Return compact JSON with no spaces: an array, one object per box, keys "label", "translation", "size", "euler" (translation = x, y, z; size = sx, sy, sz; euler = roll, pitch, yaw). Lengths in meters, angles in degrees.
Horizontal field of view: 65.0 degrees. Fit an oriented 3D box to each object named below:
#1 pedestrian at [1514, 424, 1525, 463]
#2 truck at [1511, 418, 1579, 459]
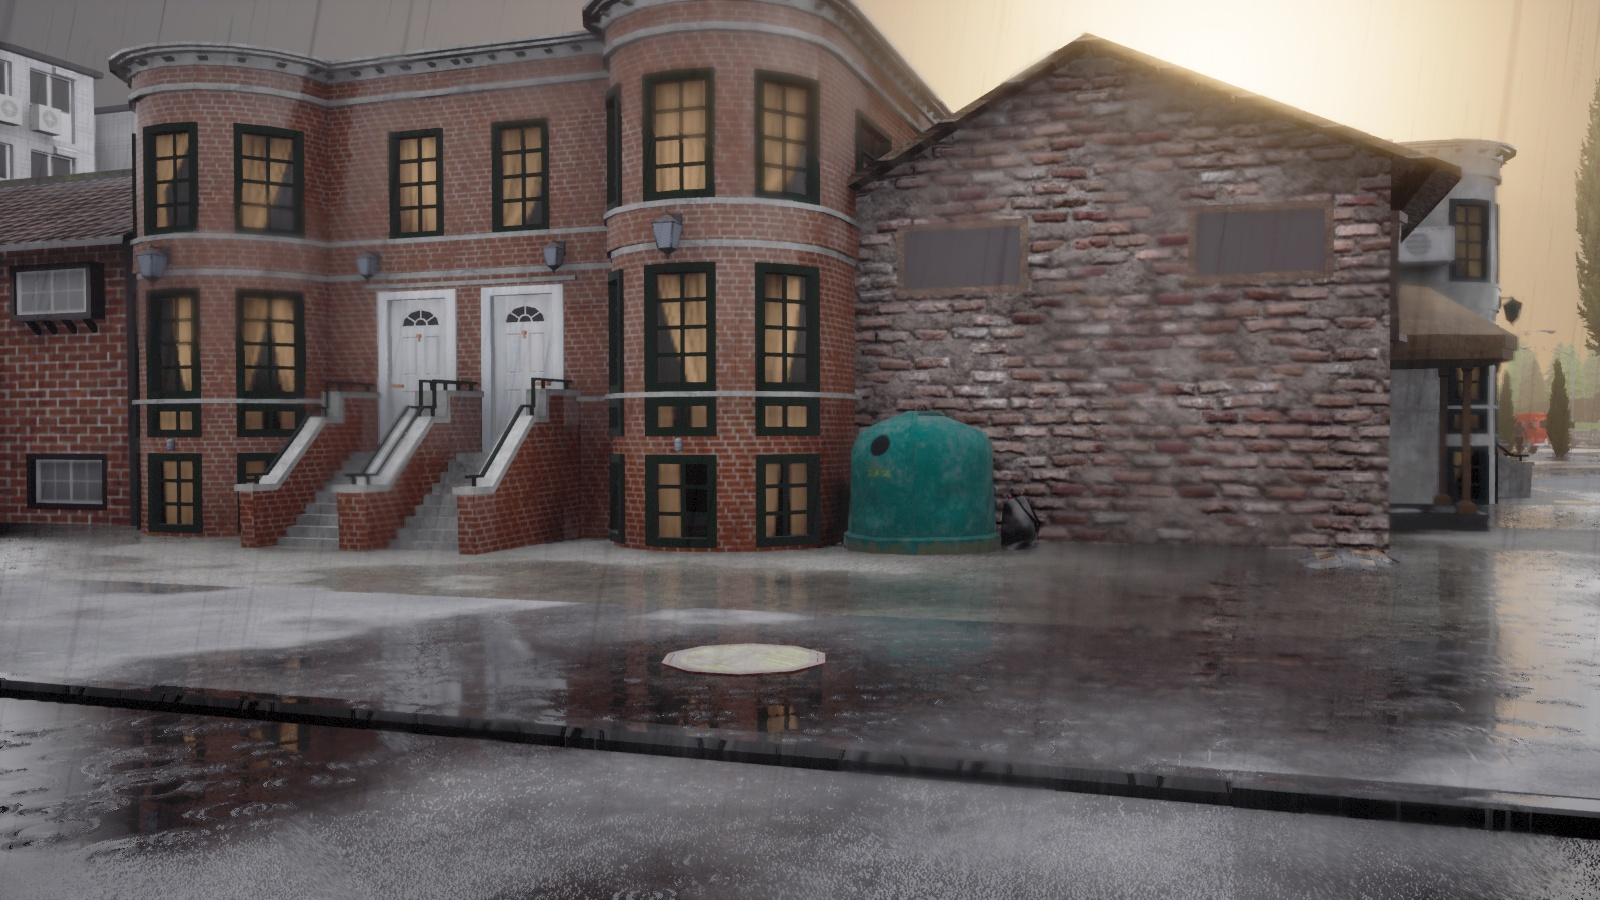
[{"label":"pedestrian","translation":[34.408,-0.297,60.091],"size":[0.331,1.846,0.634],"euler":[1,1,20]},{"label":"truck","translation":[46.778,-0.749,78.960],"size":[2.627,2.467,5.204],"euler":[1,1,19]}]
